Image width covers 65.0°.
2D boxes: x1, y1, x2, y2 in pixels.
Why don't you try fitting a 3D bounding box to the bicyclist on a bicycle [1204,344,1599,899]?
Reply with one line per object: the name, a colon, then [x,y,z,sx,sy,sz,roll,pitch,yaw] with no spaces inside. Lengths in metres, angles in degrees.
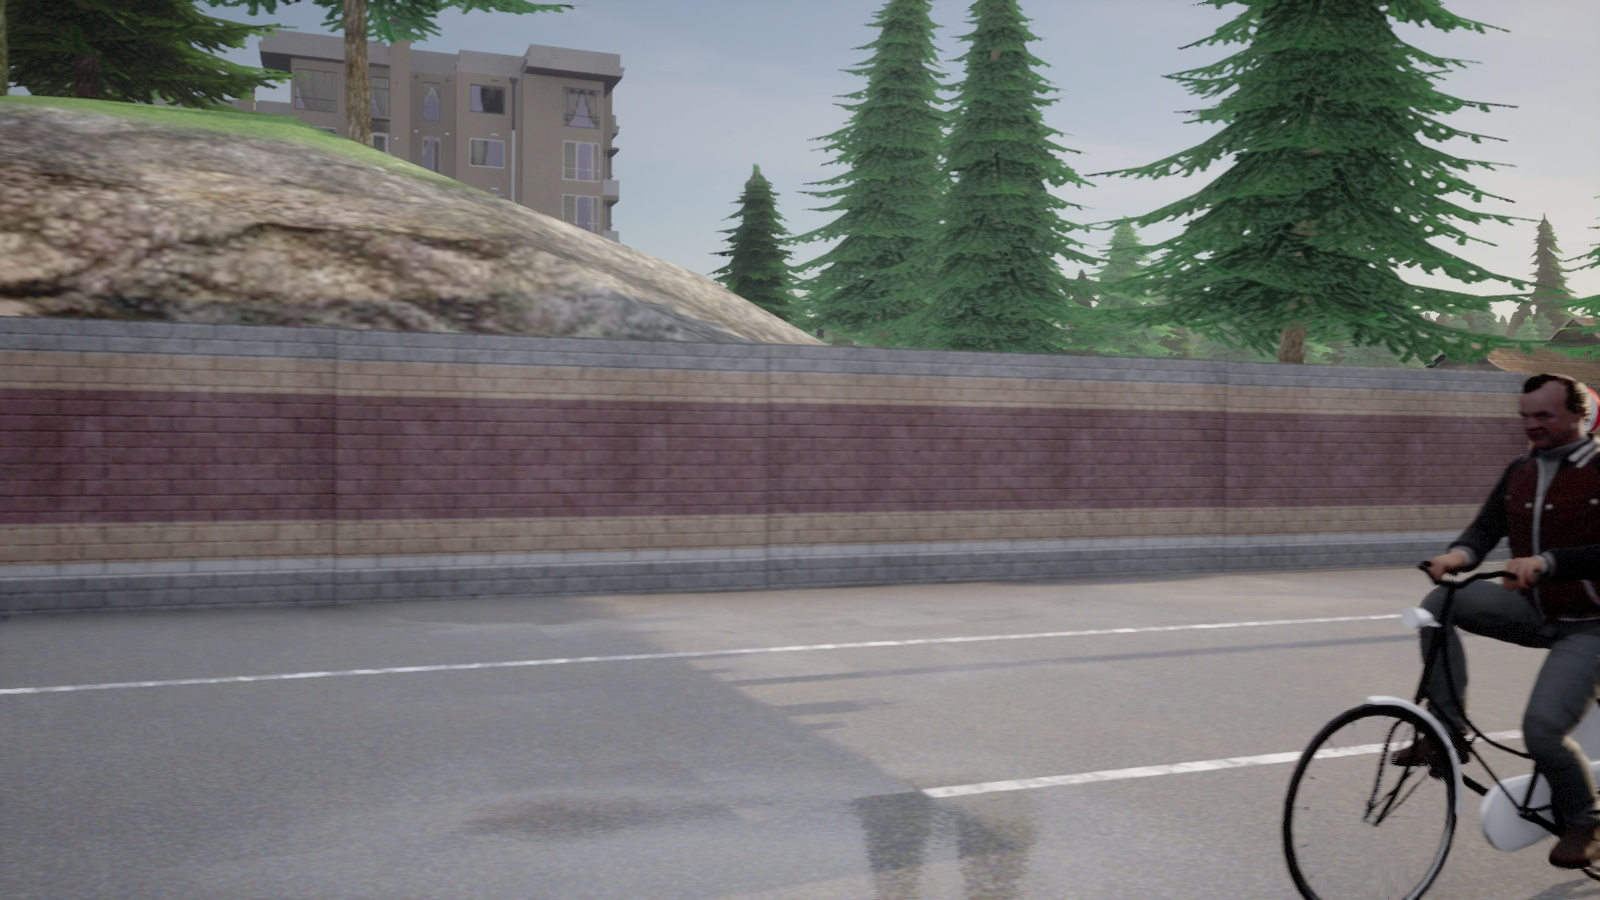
bicyclist on a bicycle: [2.298,0.578,4.107,1.843,1.776,0.659,-1,1,-21]
